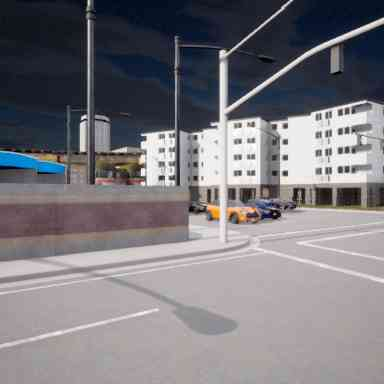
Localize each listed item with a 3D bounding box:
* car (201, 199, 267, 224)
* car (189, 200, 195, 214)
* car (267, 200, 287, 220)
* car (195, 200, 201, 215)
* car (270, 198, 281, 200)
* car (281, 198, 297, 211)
[{"bbox_3d":[3.012,1.352,24.899,2.097,1.767,4.553,0,0,-33],"label":"car"},{"bbox_3d":[-2.583,1.221,32.614,2.150,2.045,5.566,0,0,-40],"label":"car"},{"bbox_3d":[5.334,1.564,27.659,1.994,1.385,4.181,0,0,-35],"label":"car"},{"bbox_3d":[0.342,1.564,34.426,1.994,1.385,4.181,0,0,-40],"label":"car"},{"bbox_3d":[7.137,1.477,37.557,1.882,1.535,5.008,0,0,-37],"label":"car"},{"bbox_3d":[10.064,1.491,39.468,2.128,1.511,4.902,0,0,-37],"label":"car"}]
